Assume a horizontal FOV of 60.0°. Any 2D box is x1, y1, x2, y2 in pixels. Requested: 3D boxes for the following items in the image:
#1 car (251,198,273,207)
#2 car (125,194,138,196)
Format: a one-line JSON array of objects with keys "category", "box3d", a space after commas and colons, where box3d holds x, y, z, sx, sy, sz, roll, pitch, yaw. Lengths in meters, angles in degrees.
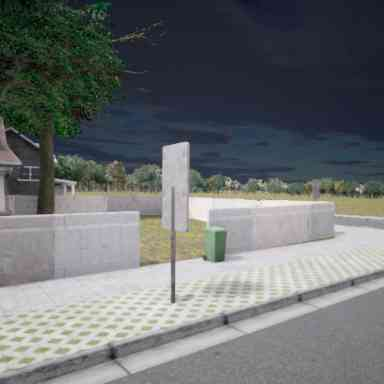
[{"category": "car", "box3d": [6.345, 1.291, 30.615, 2.033, 1.411, 5.357, 0, 0, -36]}, {"category": "car", "box3d": [-9.636, 0.947, 52.677, 1.994, 1.385, 4.181, 0, 1, -35]}]
